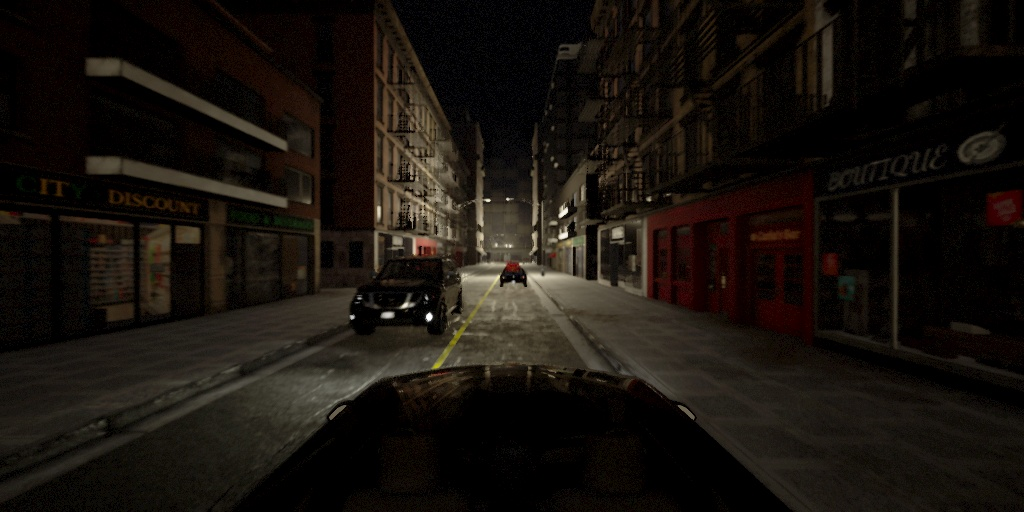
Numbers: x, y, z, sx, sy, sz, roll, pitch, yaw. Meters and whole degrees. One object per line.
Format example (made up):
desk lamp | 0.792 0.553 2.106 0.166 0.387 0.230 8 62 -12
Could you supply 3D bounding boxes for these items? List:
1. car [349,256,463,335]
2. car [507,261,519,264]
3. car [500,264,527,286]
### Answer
car | -2.843 1.011 10.983 2.150 2.045 5.566 0 0 0
car | 0.108 1.397 44.860 1.882 1.535 5.008 0 0 0
car | 0.104 1.453 26.080 1.895 1.301 4.718 0 0 0
